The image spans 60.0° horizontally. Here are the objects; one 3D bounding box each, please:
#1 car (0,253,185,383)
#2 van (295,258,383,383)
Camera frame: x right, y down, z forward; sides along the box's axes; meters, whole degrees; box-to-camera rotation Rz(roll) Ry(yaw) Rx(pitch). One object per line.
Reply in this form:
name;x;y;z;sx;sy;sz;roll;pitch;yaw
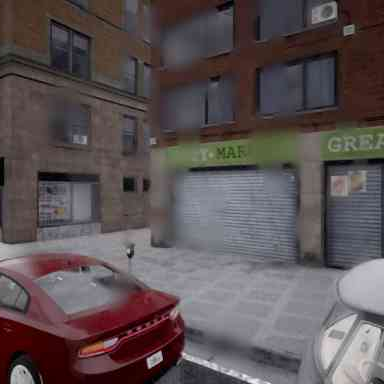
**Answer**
car;-2.186;1.544;4.637;4.507;1.381;1.887;0;0;35
van;2.422;1.341;1.349;3.998;1.788;1.690;0;0;35
